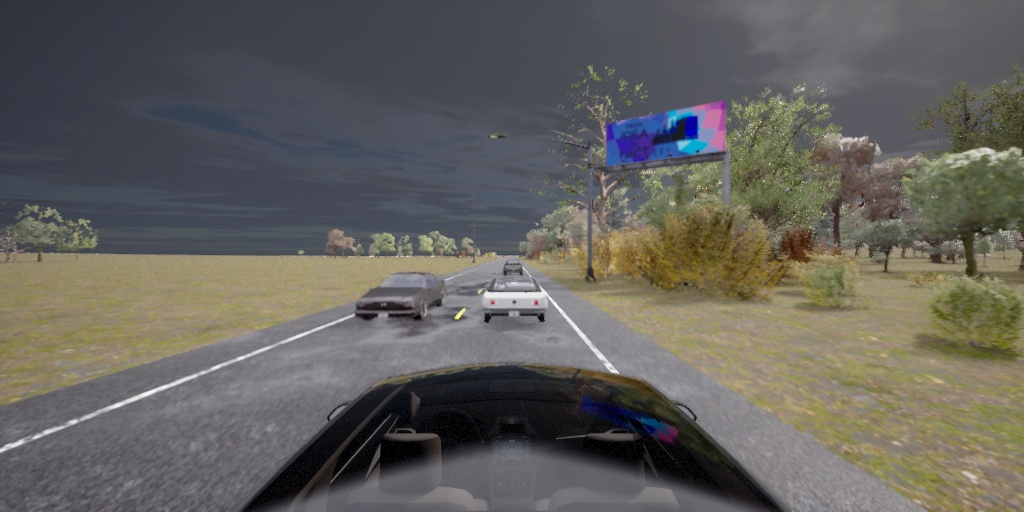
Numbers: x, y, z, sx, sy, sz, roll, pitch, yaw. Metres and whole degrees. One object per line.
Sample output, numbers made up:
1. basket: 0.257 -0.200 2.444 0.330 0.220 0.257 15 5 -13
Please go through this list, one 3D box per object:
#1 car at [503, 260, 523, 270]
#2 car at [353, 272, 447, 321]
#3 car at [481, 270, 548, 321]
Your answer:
1. car: 0.093 1.132 36.500 2.128 1.511 4.902 0 0 0
2. car: -3.563 1.263 12.598 2.033 1.411 5.357 0 0 0
3. car: 0.078 1.318 12.219 1.895 1.301 4.718 0 0 0
